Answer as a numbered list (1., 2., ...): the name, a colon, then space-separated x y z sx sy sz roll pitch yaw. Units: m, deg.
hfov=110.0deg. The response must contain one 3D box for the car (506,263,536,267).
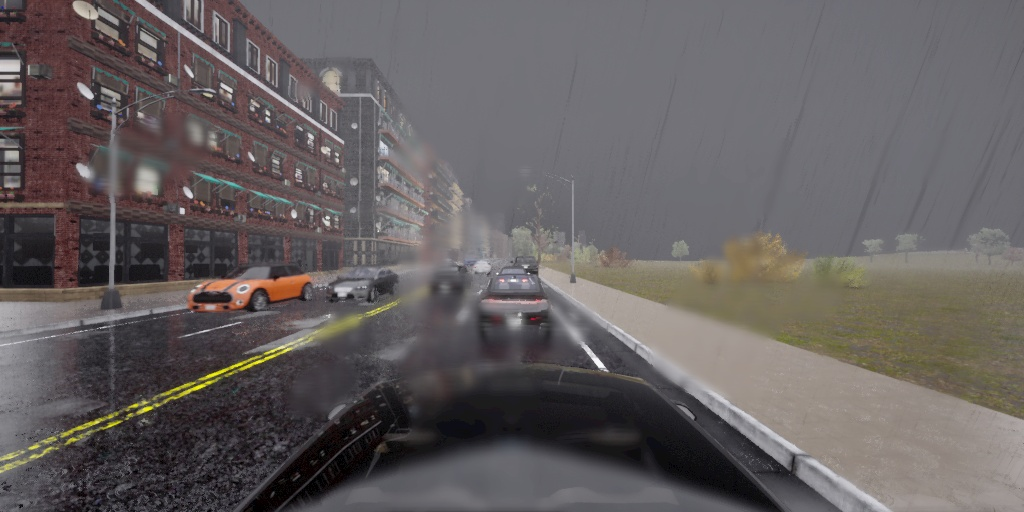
1. car: 0.065 1.300 20.721 2.033 1.411 5.357 0 0 0

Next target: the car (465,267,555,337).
1. car: 0.083 1.243 10.281 2.128 1.511 4.902 0 0 0

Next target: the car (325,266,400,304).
1. car: -6.631 1.244 16.444 2.128 1.511 4.902 0 0 0

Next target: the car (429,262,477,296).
1. car: -3.187 1.257 19.494 1.837 1.490 4.892 0 0 0

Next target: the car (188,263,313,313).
1. car: -9.876 1.104 13.995 2.097 1.767 4.553 0 0 0

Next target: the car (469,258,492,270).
1. car: -3.228 1.279 39.095 1.812 1.442 4.674 0 0 0

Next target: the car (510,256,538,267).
1. car: 1.077 0.979 30.933 2.150 2.045 5.566 0 0 0

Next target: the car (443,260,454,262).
1. car: -9.953 1.278 56.053 1.812 1.442 4.674 0 0 0

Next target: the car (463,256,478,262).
1. car: -6.703 0.976 59.030 2.150 2.045 5.566 0 0 0
